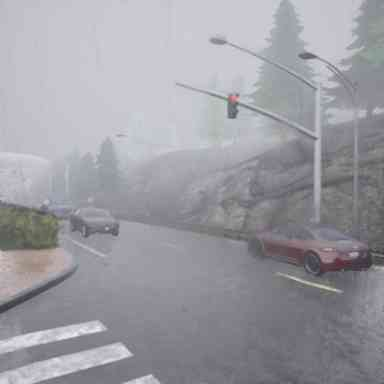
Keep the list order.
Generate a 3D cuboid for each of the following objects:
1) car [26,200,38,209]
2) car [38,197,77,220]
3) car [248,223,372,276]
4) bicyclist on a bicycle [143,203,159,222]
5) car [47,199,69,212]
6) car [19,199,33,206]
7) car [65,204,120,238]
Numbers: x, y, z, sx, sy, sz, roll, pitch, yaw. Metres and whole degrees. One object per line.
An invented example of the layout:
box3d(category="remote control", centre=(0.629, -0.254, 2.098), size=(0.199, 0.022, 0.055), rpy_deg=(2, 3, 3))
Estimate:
box3d(category="car", centre=(-16.405, 1.888, 36.189), size=(1.994, 1.385, 4.181), rpy_deg=(2, -1, -32))
box3d(category="car", centre=(-10.980, 1.463, 27.571), size=(2.150, 2.045, 5.566), rpy_deg=(2, -1, -33))
box3d(category="car", centre=(3.678, 1.725, 11.078), size=(1.994, 1.385, 4.181), rpy_deg=(2, -1, -24))
box3d(category="bicyclist on a bicycle", centre=(-3.594, 1.828, 29.141), size=(1.656, 1.620, 0.582), rpy_deg=(0, -1, -32))
box3d(category="car", centre=(-19.221, 1.855, 47.588), size=(2.097, 1.767, 4.553), rpy_deg=(2, -1, -32))
box3d(category="car", centre=(-23.142, 1.778, 46.996), size=(2.097, 1.767, 4.553), rpy_deg=(2, -1, -32))
box3d(category="car", centre=(-5.627, 1.668, 19.067), size=(1.837, 1.490, 4.892), rpy_deg=(2, -1, -32))
